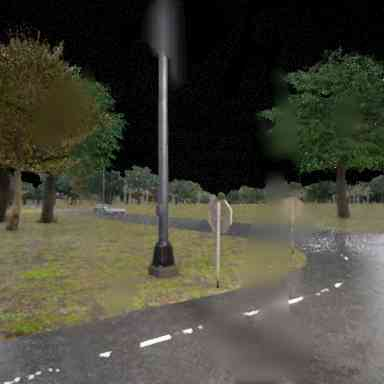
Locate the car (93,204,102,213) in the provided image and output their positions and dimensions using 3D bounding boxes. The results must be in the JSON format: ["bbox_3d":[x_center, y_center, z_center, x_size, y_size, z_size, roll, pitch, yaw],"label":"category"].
[{"bbox_3d":[-16.681,2.912,61.231,2.097,1.767,4.553,2,-2,-34],"label":"car"}]

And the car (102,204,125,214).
[{"bbox_3d":[-12.961,3.052,55.705,1.895,1.301,4.718,2,-2,-34],"label":"car"}]
